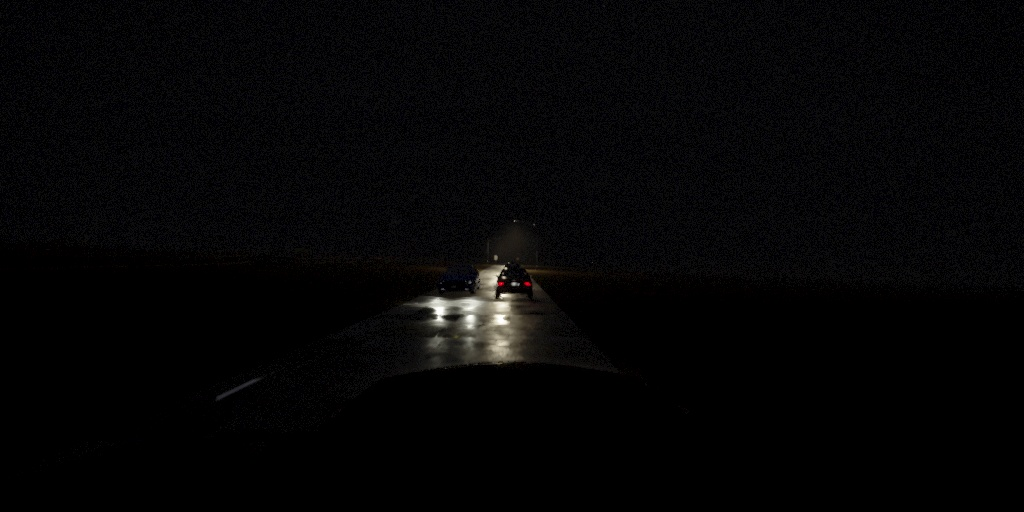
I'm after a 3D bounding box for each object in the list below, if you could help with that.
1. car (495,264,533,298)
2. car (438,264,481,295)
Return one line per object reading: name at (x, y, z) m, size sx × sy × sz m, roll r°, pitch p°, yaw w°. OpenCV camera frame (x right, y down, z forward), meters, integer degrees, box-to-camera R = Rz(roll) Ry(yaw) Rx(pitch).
car at (0.091, 1.320, 18.667) m, size 2.033 × 1.411 × 5.357 m, roll 0°, pitch 0°, yaw 0°
car at (-2.858, 1.254, 20.214) m, size 1.882 × 1.535 × 5.008 m, roll 0°, pitch 0°, yaw 0°
